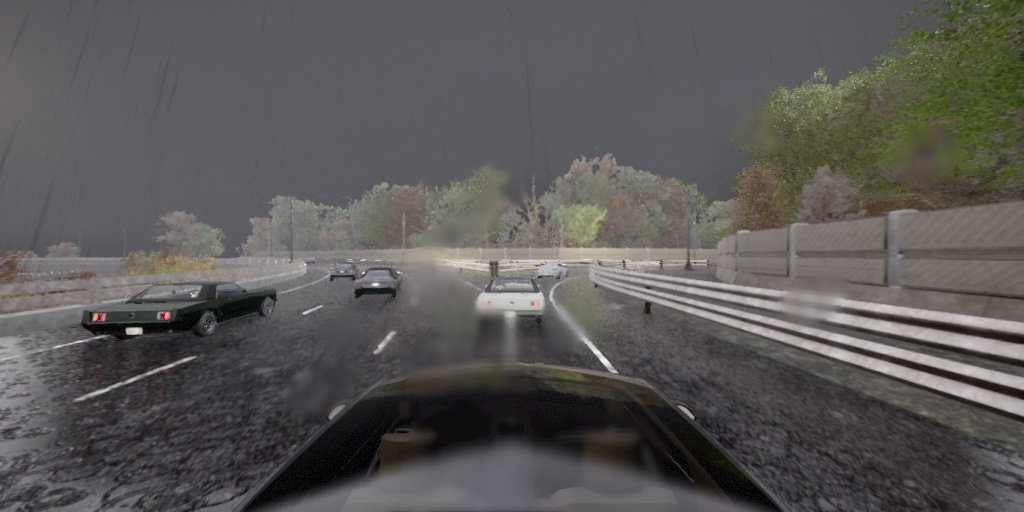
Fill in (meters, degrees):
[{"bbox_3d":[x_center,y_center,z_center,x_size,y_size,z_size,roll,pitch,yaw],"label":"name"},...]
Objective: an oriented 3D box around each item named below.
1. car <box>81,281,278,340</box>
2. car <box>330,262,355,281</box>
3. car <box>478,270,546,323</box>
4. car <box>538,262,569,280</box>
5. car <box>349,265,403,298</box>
[{"bbox_3d":[-8.512,1.329,9.942,1.895,1.301,4.718,0,0,-9],"label":"car"},{"bbox_3d":[-13.597,1.223,29.221,2.033,1.411,5.357,0,0,-20],"label":"car"},{"bbox_3d":[0.031,1.323,11.971,1.895,1.301,4.718,0,0,1],"label":"car"},{"bbox_3d":[3.539,1.196,30.630,1.812,1.442,4.674,0,0,21],"label":"car"},{"bbox_3d":[-6.717,1.269,18.375,1.994,1.385,4.181,0,0,-14],"label":"car"}]
